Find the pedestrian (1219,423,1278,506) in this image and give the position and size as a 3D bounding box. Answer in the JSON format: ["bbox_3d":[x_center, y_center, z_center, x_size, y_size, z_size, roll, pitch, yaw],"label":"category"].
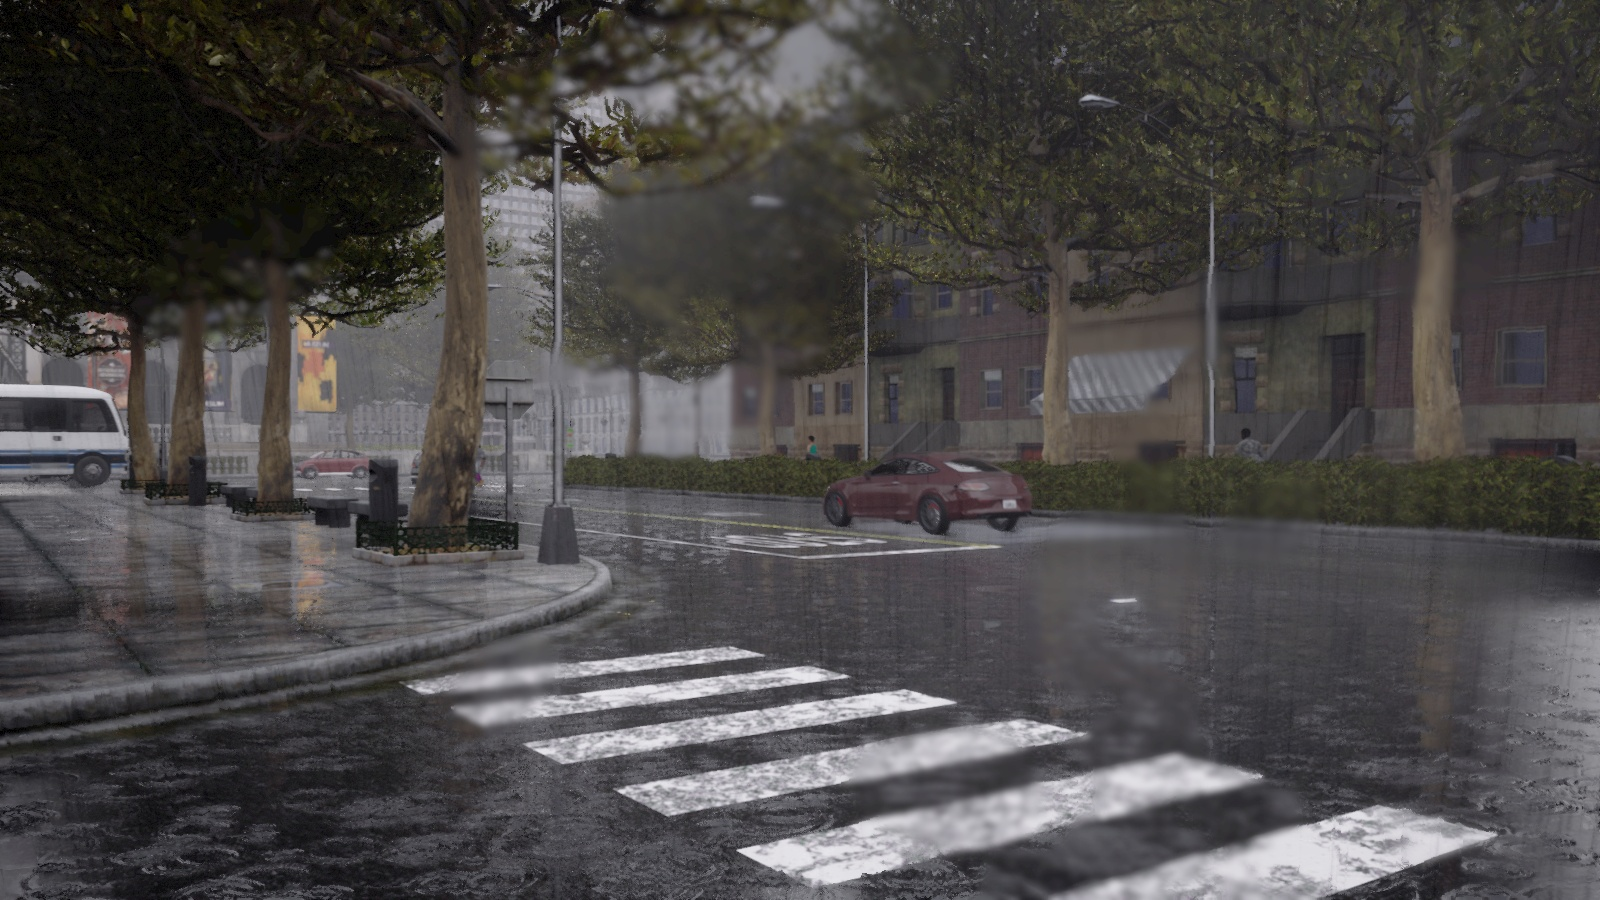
[{"bbox_3d":[10.317,0.324,28.897,0.874,1.855,0.900,0,0,-26],"label":"pedestrian"}]

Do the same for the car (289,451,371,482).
[{"bbox_3d":[-24.638,0.849,65.814,3.705,1.549,1.789,0,0,-34],"label":"car"}]

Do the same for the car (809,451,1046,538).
[{"bbox_3d":[2.249,0.746,23.419,1.812,1.442,4.674,0,0,-34],"label":"car"}]

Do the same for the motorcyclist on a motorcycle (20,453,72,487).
[{"bbox_3d":[-35.254,0.922,58.739,2.044,1.523,0.797,0,0,-34],"label":"motorcyclist on a motorcycle"}]

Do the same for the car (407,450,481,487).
[{"bbox_3d":[-15.898,0.798,56.298,1.789,1.549,3.705,-1,0,8],"label":"car"}]

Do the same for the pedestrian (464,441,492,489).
[{"bbox_3d":[-13.204,0.611,51.488,0.659,1.952,0.873,0,0,42],"label":"pedestrian"}]

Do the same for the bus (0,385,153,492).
[{"bbox_3d":[-32.780,-0.449,51.983,10.273,4.253,3.944,0,0,-34],"label":"bus"}]
